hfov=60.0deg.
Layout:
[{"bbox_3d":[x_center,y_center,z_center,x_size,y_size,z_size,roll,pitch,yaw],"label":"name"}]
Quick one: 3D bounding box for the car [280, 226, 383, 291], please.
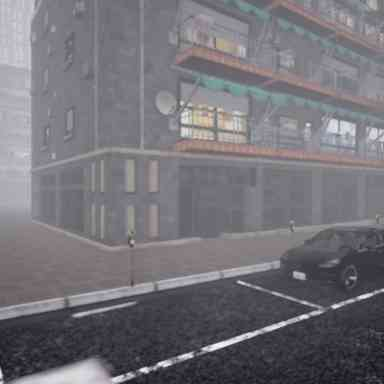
[{"bbox_3d":[4.337,1.647,9.210,4.313,1.339,1.947,1,-1,-36],"label":"car"}]
